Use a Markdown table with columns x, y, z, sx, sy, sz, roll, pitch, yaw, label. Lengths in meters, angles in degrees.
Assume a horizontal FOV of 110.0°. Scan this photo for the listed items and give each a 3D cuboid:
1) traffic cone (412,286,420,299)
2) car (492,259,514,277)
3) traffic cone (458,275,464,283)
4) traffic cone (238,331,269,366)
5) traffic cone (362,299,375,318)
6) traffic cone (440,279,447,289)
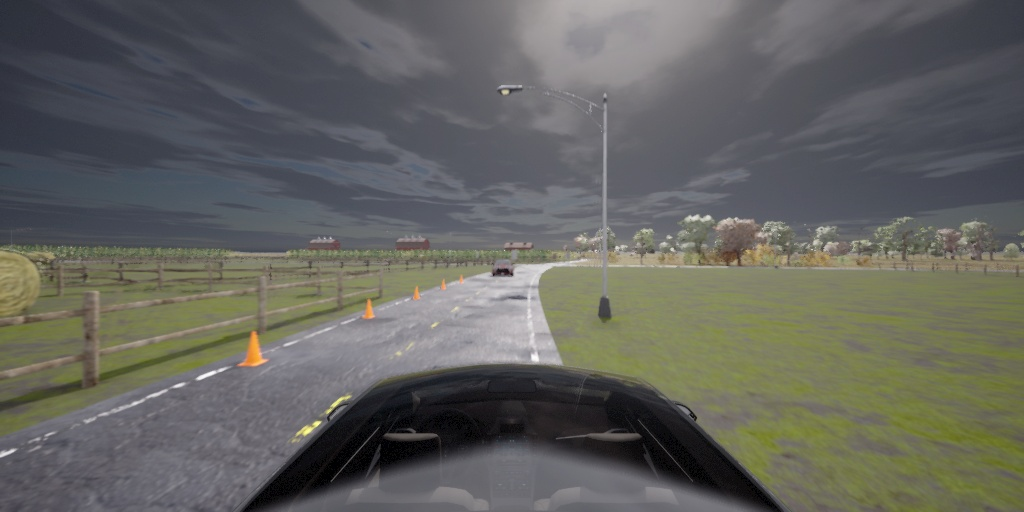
| x | y | z | sx | sy | sz | roll | pitch | yaw | label |
| --- | --- | --- | --- | --- | --- | --- | --- | --- | --- |
| -4.448 | 1.691 | 16.719 | 0.340 | 0.580 | 0.340 | 0 | 0 | 3 | traffic cone |
| -0.853 | 1.095 | 35.800 | 2.097 | 1.767 | 4.553 | 0 | 0 | 0 | car |
| -3.794 | 1.690 | 26.776 | 0.340 | 0.580 | 0.340 | 0 | 0 | 5 | traffic cone |
| -4.788 | 1.692 | 6.648 | 0.340 | 0.580 | 0.340 | 0 | 0 | 1 | traffic cone |
| -4.657 | 1.691 | 11.685 | 0.340 | 0.580 | 0.340 | 0 | 0 | 2 | traffic cone |
| -4.160 | 1.690 | 21.751 | 0.340 | 0.580 | 0.340 | 0 | 0 | 4 | traffic cone |
